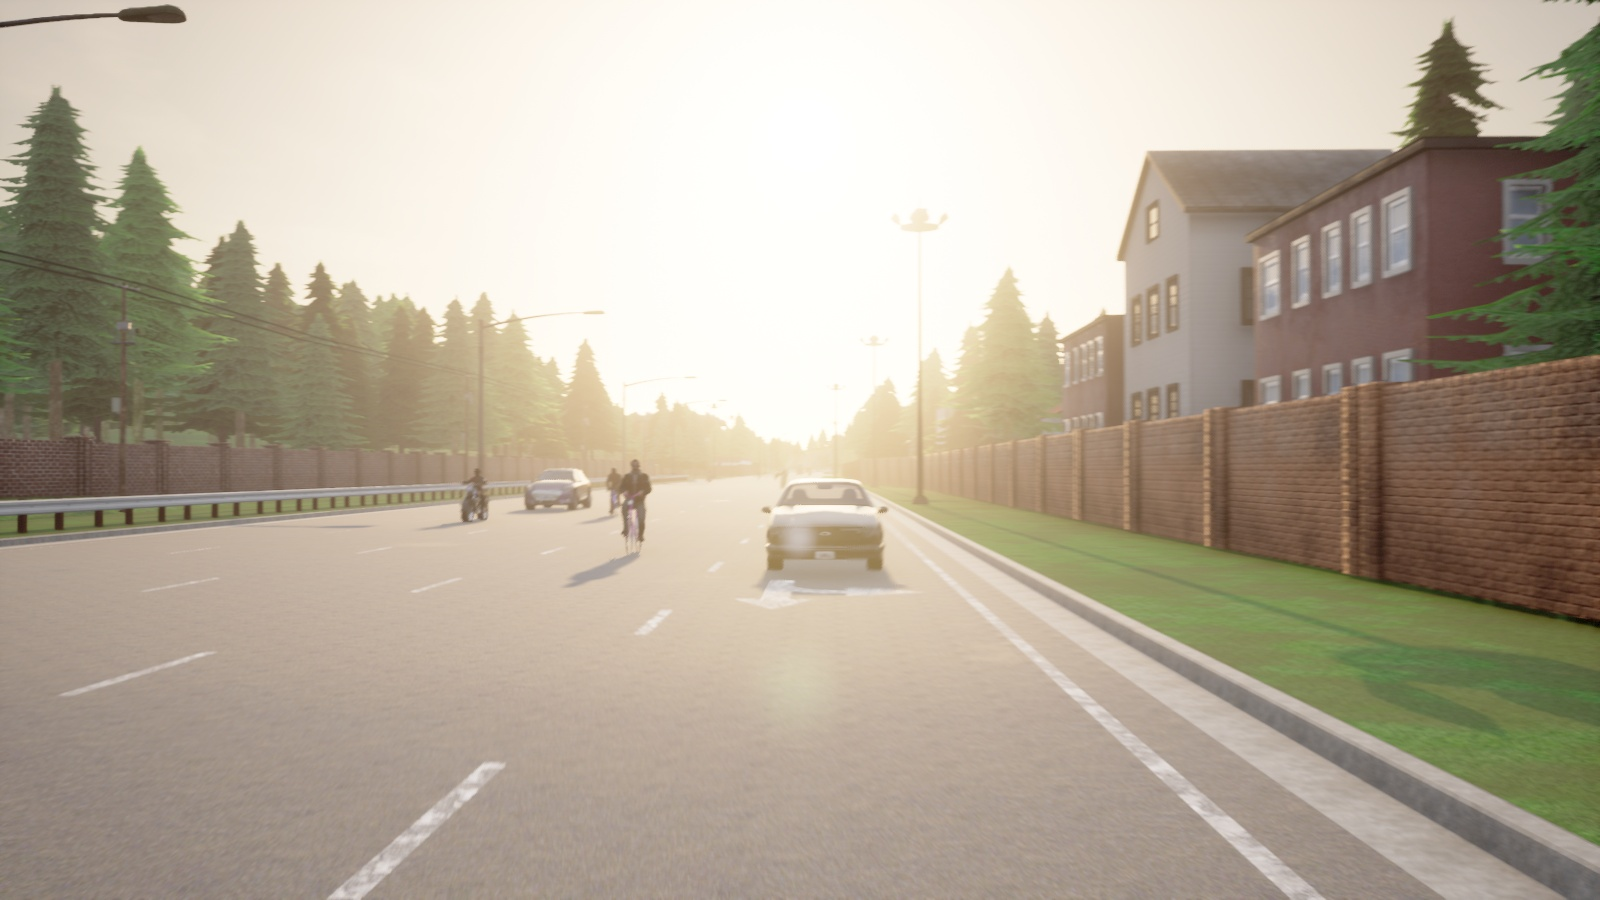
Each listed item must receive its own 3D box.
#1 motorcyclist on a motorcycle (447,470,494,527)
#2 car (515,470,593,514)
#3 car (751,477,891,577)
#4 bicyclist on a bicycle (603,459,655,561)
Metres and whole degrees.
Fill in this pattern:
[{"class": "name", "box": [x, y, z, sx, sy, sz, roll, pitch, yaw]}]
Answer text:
[{"class": "motorcyclist on a motorcycle", "box": [-9.874, 1.441, 37.741, 0.766, 1.649, 2.350, 0, -1, 1]}, {"class": "car", "box": [-9.674, 1.608, 49.762, 2.033, 1.649, 4.856, 0, -1, 1]}, {"class": "car", "box": [0.352, 1.191, 21.138, 2.033, 1.411, 5.357, 0, -1, 1]}, {"class": "bicyclist on a bicycle", "box": [-3.118, 1.073, 23.039, 0.659, 1.776, 1.843, 0, -1, 1]}]
